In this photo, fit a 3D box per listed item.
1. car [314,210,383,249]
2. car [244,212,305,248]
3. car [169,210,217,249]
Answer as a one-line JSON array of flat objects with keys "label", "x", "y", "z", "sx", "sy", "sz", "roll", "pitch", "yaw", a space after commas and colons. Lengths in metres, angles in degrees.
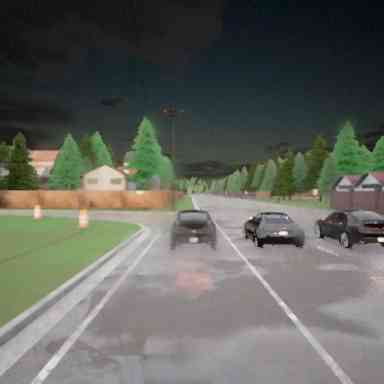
[{"label": "car", "x": 7.102, "y": 1.551, "z": 14.901, "sx": 1.837, "sy": 1.490, "sz": 4.892, "roll": 0, "pitch": 0, "yaw": 0}, {"label": "car", "x": 3.599, "y": 1.611, "z": 15.163, "sx": 1.994, "sy": 1.385, "sz": 4.181, "roll": 0, "pitch": 0, "yaw": 0}, {"label": "car", "x": 0.057, "y": 1.551, "z": 14.833, "sx": 1.837, "sy": 1.490, "sz": 4.892, "roll": 0, "pitch": 0, "yaw": 0}]
